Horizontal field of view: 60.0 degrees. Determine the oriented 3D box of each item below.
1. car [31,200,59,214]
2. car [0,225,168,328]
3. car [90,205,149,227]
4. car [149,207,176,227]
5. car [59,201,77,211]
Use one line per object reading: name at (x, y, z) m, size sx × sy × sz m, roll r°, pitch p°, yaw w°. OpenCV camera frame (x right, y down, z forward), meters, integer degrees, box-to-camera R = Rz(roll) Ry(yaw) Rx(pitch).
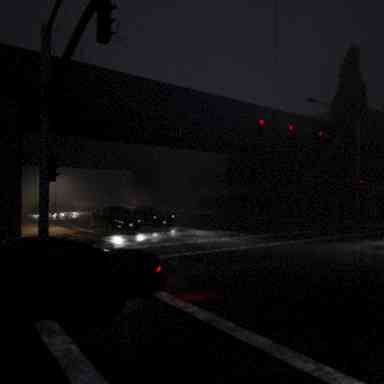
car at (-16.820, 1.653, 37.503) m, size 1.812 × 1.442 × 4.674 m, roll 1°, pitch -1°, yaw -36°
car at (-3.069, 1.564, 5.991) m, size 5.357 × 1.411 × 2.033 m, roll 1°, pitch -1°, yaw -36°
car at (-4.864, 1.622, 20.842) m, size 1.837 × 1.490 × 4.892 m, roll 1°, pitch 0°, yaw -36°
car at (-3.134, 1.765, 24.429) m, size 1.895 × 1.301 × 4.718 m, roll 1°, pitch 0°, yaw -36°
car at (-16.465, 1.777, 43.012) m, size 1.895 × 1.301 × 4.718 m, roll 1°, pitch -1°, yaw -35°
